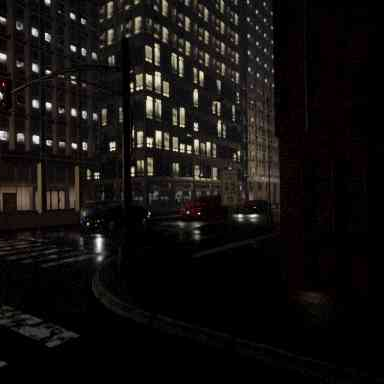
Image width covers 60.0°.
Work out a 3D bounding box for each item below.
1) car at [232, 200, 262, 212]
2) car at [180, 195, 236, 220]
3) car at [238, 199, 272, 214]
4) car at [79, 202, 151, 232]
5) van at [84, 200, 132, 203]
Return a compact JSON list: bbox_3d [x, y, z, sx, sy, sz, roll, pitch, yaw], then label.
[{"bbox_3d":[6.873,1.688,41.349,1.752,1.417,4.829,-2,-1,36],"label":"car"},{"bbox_3d":[1.282,1.307,29.092,2.150,2.045,5.566,-1,-1,36],"label":"car"},{"bbox_3d":[7.284,1.584,37.456,1.882,1.535,5.008,-1,-1,36],"label":"car"},{"bbox_3d":[-4.605,1.571,20.901,1.837,1.490,4.892,-1,-1,33],"label":"car"},{"bbox_3d":[-5.953,1.460,23.433,1.690,1.788,3.998,-2,-1,36],"label":"van"}]
